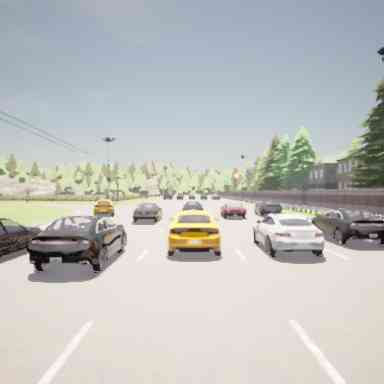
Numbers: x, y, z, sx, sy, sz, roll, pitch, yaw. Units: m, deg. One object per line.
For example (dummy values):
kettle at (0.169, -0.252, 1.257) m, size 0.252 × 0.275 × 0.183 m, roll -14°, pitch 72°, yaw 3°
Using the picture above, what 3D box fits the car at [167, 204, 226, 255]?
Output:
car at (0.084, 1.485, 13.400) m, size 1.882 × 1.535 × 5.008 m, roll 0°, pitch 0°, yaw 0°

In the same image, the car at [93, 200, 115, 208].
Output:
car at (-8.642, 1.492, 32.655) m, size 1.882 × 1.535 × 5.008 m, roll 0°, pitch 0°, yaw -13°

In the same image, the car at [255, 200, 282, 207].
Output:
car at (7.085, 1.509, 31.214) m, size 2.128 × 1.511 × 4.902 m, roll 0°, pitch 0°, yaw 0°

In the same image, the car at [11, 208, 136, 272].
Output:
car at (-3.423, 1.498, 10.804) m, size 2.128 × 1.511 × 4.902 m, roll 0°, pitch 0°, yaw 0°

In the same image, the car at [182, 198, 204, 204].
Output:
car at (0.085, 1.580, 31.762) m, size 1.994 × 1.385 × 4.181 m, roll 0°, pitch 0°, yaw 0°

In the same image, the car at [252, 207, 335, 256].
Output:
car at (3.587, 1.533, 12.948) m, size 1.812 × 1.442 × 4.674 m, roll 0°, pitch 0°, yaw 0°

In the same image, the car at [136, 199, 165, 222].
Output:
car at (-3.422, 1.560, 26.153) m, size 2.033 × 1.411 × 5.357 m, roll 0°, pitch 0°, yaw 0°

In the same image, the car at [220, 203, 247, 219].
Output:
car at (3.583, 1.617, 29.639) m, size 1.895 × 1.301 × 4.718 m, roll 0°, pitch 0°, yaw 0°

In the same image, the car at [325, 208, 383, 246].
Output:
car at (7.088, 1.500, 15.422) m, size 2.128 × 1.511 × 4.902 m, roll 0°, pitch 0°, yaw 0°

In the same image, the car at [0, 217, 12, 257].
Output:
car at (-6.917, 1.554, 11.149) m, size 2.033 × 1.411 × 5.357 m, roll 0°, pitch 0°, yaw 0°
